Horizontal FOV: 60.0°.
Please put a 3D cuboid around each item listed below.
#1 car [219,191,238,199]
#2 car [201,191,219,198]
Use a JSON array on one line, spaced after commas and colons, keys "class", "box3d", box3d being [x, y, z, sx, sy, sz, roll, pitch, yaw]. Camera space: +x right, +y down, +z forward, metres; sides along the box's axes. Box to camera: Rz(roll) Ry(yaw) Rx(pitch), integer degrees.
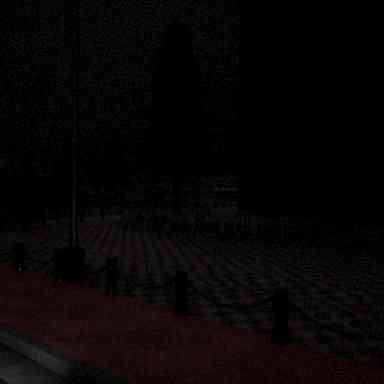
[{"class": "car", "box3d": [9.547, 0.982, 84.736, 3.633, 1.501, 1.845, 1, 0, 35]}, {"class": "car", "box3d": [5.188, 0.922, 91.440, 3.806, 1.475, 1.970, 1, 0, 35]}]
